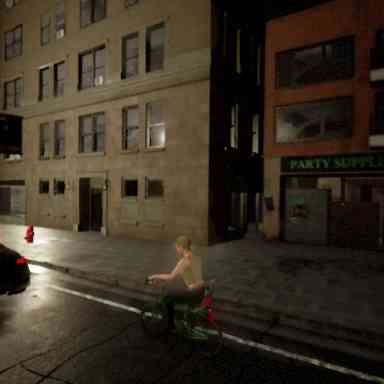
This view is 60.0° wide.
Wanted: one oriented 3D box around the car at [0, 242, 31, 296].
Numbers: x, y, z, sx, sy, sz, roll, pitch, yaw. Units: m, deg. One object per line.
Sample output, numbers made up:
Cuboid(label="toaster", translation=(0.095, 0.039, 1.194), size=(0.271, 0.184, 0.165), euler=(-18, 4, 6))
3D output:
Cuboid(label="car", translation=(-5.512, 1.559, 7.541), size=(4.181, 1.385, 1.994), euler=(0, 0, 36))

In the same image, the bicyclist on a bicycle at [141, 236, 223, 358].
Cuboid(label="bicyclist on a bicycle", translation=(-0.194, 1.435, 4.800), size=(1.509, 1.612, 0.866), euler=(0, 0, 35))
